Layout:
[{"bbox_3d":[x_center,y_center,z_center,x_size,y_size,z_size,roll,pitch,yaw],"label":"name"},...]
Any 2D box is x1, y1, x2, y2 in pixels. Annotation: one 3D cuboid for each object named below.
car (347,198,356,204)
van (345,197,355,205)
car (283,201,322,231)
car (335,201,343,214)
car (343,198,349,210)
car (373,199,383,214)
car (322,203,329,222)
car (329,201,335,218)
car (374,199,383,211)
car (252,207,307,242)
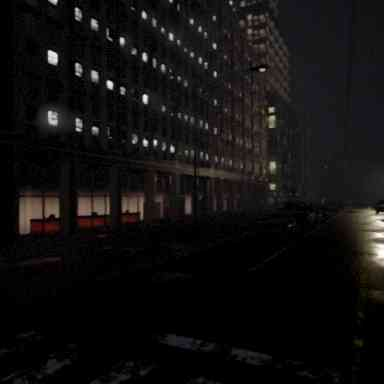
[{"bbox_3d":[41.091,2.275,85.713,1.752,1.417,4.829,-1,-1,28],"label":"car"},{"bbox_3d":[35.930,2.006,76.109,1.690,1.788,3.998,-1,-1,28],"label":"van"},{"bbox_3d":[7.115,1.537,22.451,2.192,1.841,5.009,-1,-1,28],"label":"car"},{"bbox_3d":[17.515,1.901,41.811,1.752,1.417,4.829,-1,-1,28],"label":"car"},{"bbox_3d":[22.835,2.023,51.716,1.947,1.339,4.313,-1,-1,28],"label":"car"},{"bbox_3d":[22.254,1.812,38.396,2.033,1.411,5.357,-1,-1,28],"label":"car"},{"bbox_3d":[9.737,1.811,27.326,2.008,1.369,4.403,-1,-1,28],"label":"car"},{"bbox_3d":[12.356,1.843,32.204,1.887,1.381,4.507,-1,-1,28],"label":"car"},{"bbox_3d":[27.280,1.846,47.761,1.837,1.490,4.892,-1,-1,28],"label":"car"},{"bbox_3d":[4.498,1.736,17.570,2.008,1.369,4.403,-1,-1,28],"label":"car"}]
